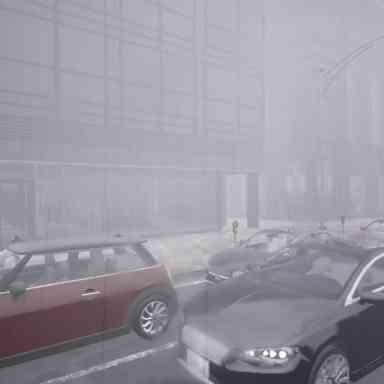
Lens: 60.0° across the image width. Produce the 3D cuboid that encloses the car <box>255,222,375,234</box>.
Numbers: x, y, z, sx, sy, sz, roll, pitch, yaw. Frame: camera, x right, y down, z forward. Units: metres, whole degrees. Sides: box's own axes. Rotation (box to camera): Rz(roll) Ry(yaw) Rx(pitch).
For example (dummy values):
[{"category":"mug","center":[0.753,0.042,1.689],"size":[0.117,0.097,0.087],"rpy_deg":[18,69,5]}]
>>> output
[{"category":"car","center":[2.308,1.550,8.171],"size":[4.403,1.369,2.008],"rpy_deg":[0,0,-35]}]

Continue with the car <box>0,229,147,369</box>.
[{"category":"car","center":[-2.298,1.440,4.901],"size":[4.097,1.590,1.967],"rpy_deg":[0,0,-35]}]

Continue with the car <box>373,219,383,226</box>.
[{"category":"car","center":[6.913,1.580,11.441],"size":[4.206,1.307,1.802],"rpy_deg":[0,0,-35]}]

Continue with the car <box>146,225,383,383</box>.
[{"category":"car","center":[2.054,1.491,4.836],"size":[4.902,1.511,2.128],"rpy_deg":[0,0,-35]}]
